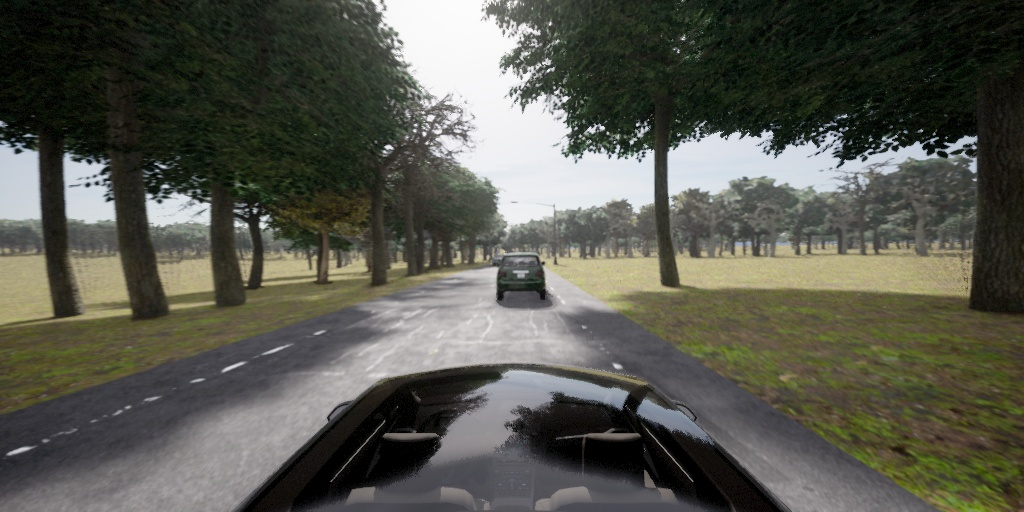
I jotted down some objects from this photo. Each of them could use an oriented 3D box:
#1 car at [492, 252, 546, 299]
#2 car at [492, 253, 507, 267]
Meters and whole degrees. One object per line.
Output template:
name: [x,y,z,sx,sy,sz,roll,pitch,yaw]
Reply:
car: [0.450,0.850,17.303,2.150,2.045,5.566,-1,1,2]
car: [-1.983,0.650,58.012,2.150,2.045,5.566,-1,0,2]
